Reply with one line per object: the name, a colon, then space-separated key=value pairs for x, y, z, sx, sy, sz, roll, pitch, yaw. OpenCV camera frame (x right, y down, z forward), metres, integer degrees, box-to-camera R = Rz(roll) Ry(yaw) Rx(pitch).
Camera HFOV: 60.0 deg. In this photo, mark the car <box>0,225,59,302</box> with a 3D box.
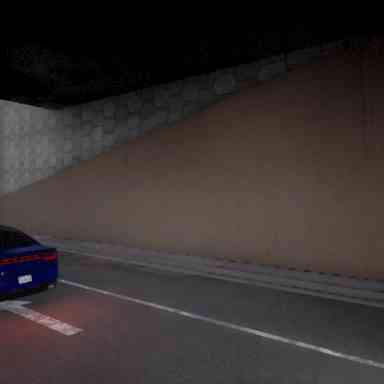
car: x=-5.121 y=1.478 z=7.650 sx=5.008 sy=1.535 sz=1.882 roll=0 pitch=0 yaw=36
